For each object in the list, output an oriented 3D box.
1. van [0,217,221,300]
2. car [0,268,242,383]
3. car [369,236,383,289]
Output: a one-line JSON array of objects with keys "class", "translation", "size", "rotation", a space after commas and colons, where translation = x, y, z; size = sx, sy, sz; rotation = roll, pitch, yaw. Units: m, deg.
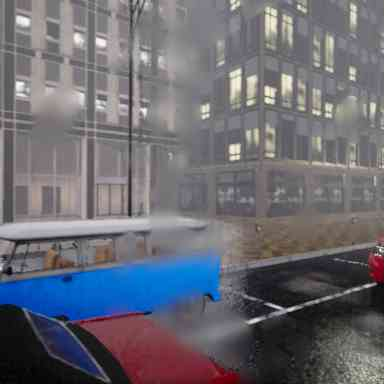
[{"class": "van", "translation": [-1.371, 1.355, 5.584], "size": [3.998, 1.788, 1.690], "rotation": [1, 0, -36]}, {"class": "car", "translation": [-2.003, 1.596, 1.944], "size": [4.718, 1.301, 1.895], "rotation": [1, 0, -35]}, {"class": "car", "translation": [6.598, 1.296, 8.070], "size": [5.566, 2.045, 2.150], "rotation": [1, 0, -35]}]
